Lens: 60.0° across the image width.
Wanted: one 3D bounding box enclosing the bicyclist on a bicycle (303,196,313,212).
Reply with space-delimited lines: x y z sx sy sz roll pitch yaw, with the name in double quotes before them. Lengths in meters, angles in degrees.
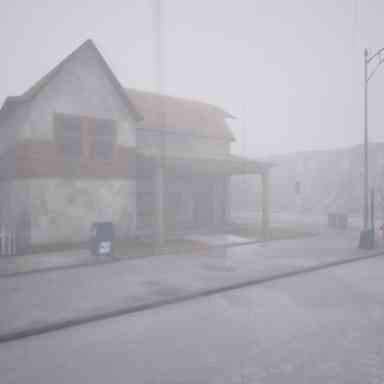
"bicyclist on a bicycle" 12.218 1.269 34.972 1.656 1.620 0.582 -1 0 -35
